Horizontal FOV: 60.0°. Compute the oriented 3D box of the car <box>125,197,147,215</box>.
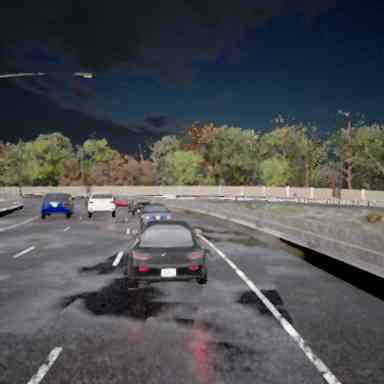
[{"bbox_3d":[-4.879,1.316,31.182,1.837,1.490,4.892,0,1,-17],"label":"car"}]

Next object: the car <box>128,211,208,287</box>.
[{"bbox_3d":[-0.685,1.469,9.086,1.812,1.442,4.674,0,0,-5],"label":"car"}]

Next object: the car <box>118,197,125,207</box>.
[{"bbox_3d":[-9.250,1.304,43.218,1.994,1.385,4.181,0,0,-22],"label":"car"}]

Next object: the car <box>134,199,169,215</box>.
[{"bbox_3d":[-2.304,1.422,20.497,2.033,1.411,5.357,0,0,-11],"label":"car"}]

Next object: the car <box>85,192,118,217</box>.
[{"bbox_3d":[-7.857,1.039,29.084,2.150,2.045,5.566,0,-1,-15],"label":"car"}]

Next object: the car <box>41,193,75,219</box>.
[{"bbox_3d":[-11.049,1.061,27.577,2.150,2.045,5.566,0,1,-16],"label":"car"}]
